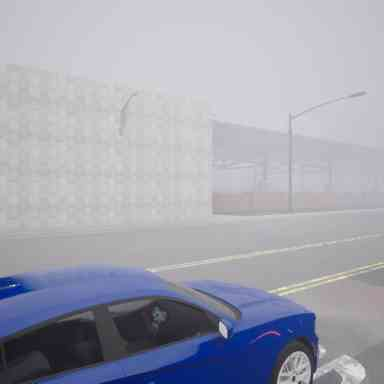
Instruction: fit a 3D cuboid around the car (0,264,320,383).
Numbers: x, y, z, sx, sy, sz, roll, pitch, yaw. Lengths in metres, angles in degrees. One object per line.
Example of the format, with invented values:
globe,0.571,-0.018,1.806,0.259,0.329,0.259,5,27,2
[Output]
car,-0.805,1.478,3.174,5.008,1.535,1.882,0,0,-36
